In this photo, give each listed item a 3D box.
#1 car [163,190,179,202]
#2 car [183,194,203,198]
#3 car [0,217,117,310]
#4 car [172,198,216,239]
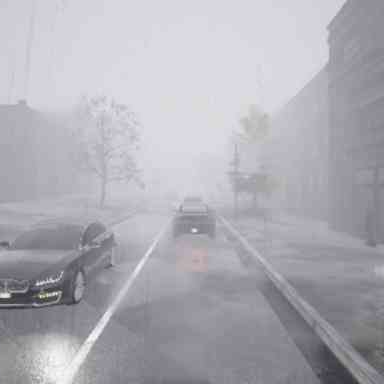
[{"bbox_3d":[-3.072,0.527,49.188,2.097,1.767,4.553,0,1,0],"label":"car"},{"bbox_3d":[0.106,0.951,34.088,1.837,1.490,4.892,0,1,0],"label":"car"},{"bbox_3d":[-3.098,1.421,7.941,1.837,1.490,4.892,0,1,0],"label":"car"},{"bbox_3d":[0.103,1.276,16.017,1.837,1.490,4.892,0,1,0],"label":"car"}]
